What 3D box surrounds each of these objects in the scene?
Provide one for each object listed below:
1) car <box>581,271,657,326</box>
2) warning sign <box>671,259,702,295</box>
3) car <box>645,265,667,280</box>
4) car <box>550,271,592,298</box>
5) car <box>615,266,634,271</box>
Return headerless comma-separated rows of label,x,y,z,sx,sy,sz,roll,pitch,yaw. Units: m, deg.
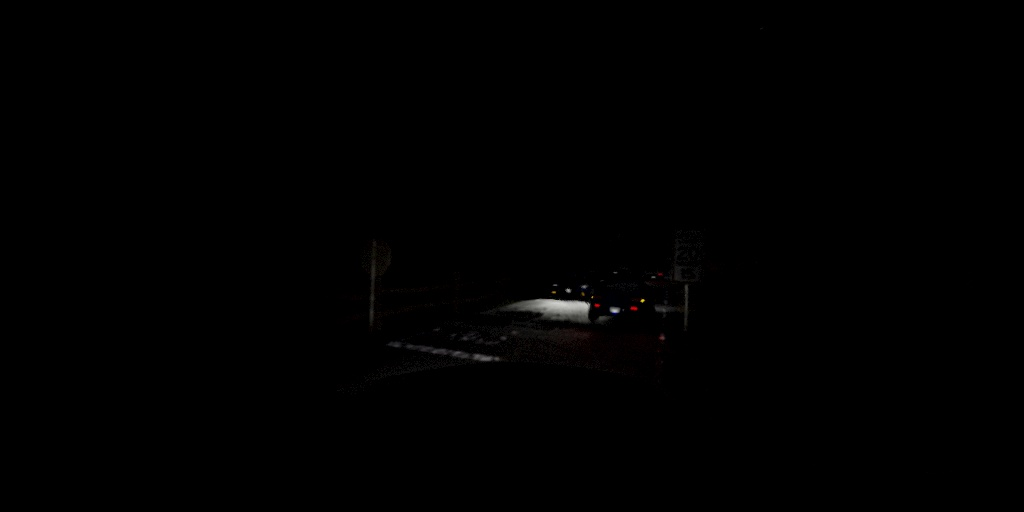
car,3.932,1.435,12.578,1.812,1.442,4.674,2,0,24
warning sign,10.056,1.240,20.707,1.300,1.860,1.060,0,0,24
car,15.819,1.953,39.787,1.895,1.301,4.718,2,0,24
car,3.483,1.482,18.877,1.994,1.385,4.181,2,0,24
car,12.066,1.761,38.343,1.812,1.442,4.674,2,0,24
